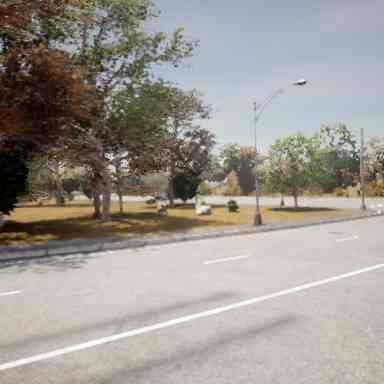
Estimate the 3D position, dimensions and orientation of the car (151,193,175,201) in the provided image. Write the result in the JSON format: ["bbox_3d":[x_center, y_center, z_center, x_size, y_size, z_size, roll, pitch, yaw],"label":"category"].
[{"bbox_3d":[-6.031,0.984,63.786,2.128,1.511,4.902,-3,1,-38],"label":"car"}]
